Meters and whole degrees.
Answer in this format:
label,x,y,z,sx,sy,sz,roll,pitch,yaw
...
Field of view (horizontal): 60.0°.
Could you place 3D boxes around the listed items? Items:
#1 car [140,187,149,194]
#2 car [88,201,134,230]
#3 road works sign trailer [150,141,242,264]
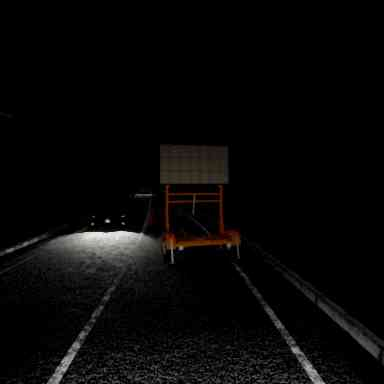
label,x,y,z,sx,sy,sz,roll,pitch,yaw
car,-10.183,-0.309,70.794,1.812,1.442,4.674,0,4,-7
car,-4.171,1.165,17.720,1.994,1.385,4.181,0,1,-6
road works sign trailer,0.036,0.174,10.845,2.380,3.560,2.880,-1,1,-16
